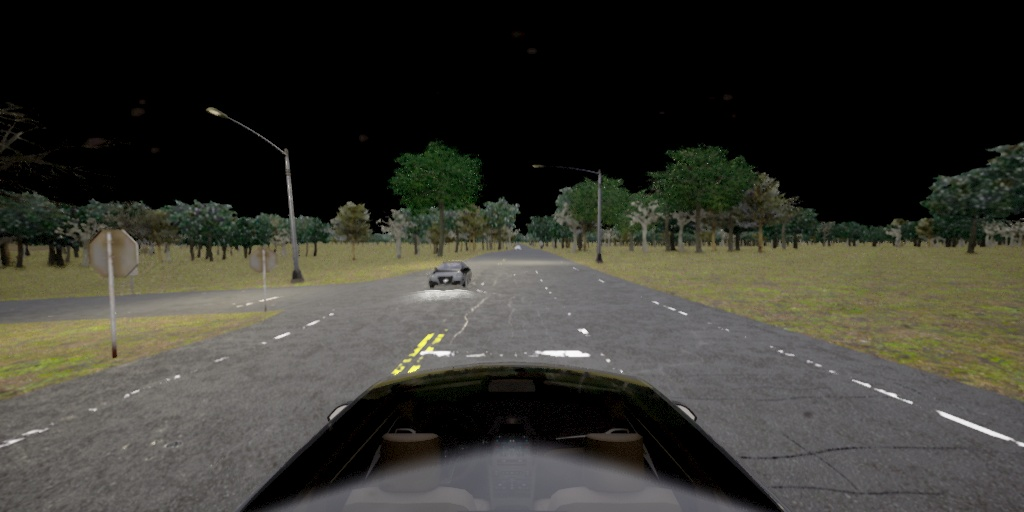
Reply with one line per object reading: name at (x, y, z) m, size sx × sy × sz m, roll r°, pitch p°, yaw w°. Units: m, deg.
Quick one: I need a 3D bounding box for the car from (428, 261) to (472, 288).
car at (-3.457, 1.014, 20.680) m, size 1.994 × 1.385 × 4.181 m, roll -1°, pitch 2°, yaw 1°
